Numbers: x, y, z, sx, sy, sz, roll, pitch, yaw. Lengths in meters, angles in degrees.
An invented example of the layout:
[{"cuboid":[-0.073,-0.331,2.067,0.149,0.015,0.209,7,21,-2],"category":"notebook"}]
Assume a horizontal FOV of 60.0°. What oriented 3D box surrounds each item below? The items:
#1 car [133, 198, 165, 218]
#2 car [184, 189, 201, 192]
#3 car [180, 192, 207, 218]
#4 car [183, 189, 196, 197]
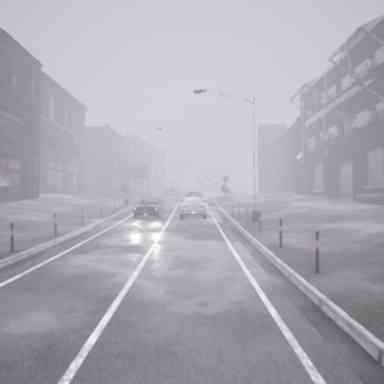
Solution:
[{"cuboid":[-3.099,1.112,24.398,1.895,1.301,4.718,0,2,0],"category":"car"},{"cuboid":[0.340,0.436,42.276,2.163,1.488,4.792,0,1,2],"category":"car"},{"cuboid":[0.093,1.041,24.282,1.812,1.442,4.674,0,2,0],"category":"car"},{"cuboid":[-0.477,0.233,65.969,1.837,1.490,4.892,0,1,9],"category":"car"}]
